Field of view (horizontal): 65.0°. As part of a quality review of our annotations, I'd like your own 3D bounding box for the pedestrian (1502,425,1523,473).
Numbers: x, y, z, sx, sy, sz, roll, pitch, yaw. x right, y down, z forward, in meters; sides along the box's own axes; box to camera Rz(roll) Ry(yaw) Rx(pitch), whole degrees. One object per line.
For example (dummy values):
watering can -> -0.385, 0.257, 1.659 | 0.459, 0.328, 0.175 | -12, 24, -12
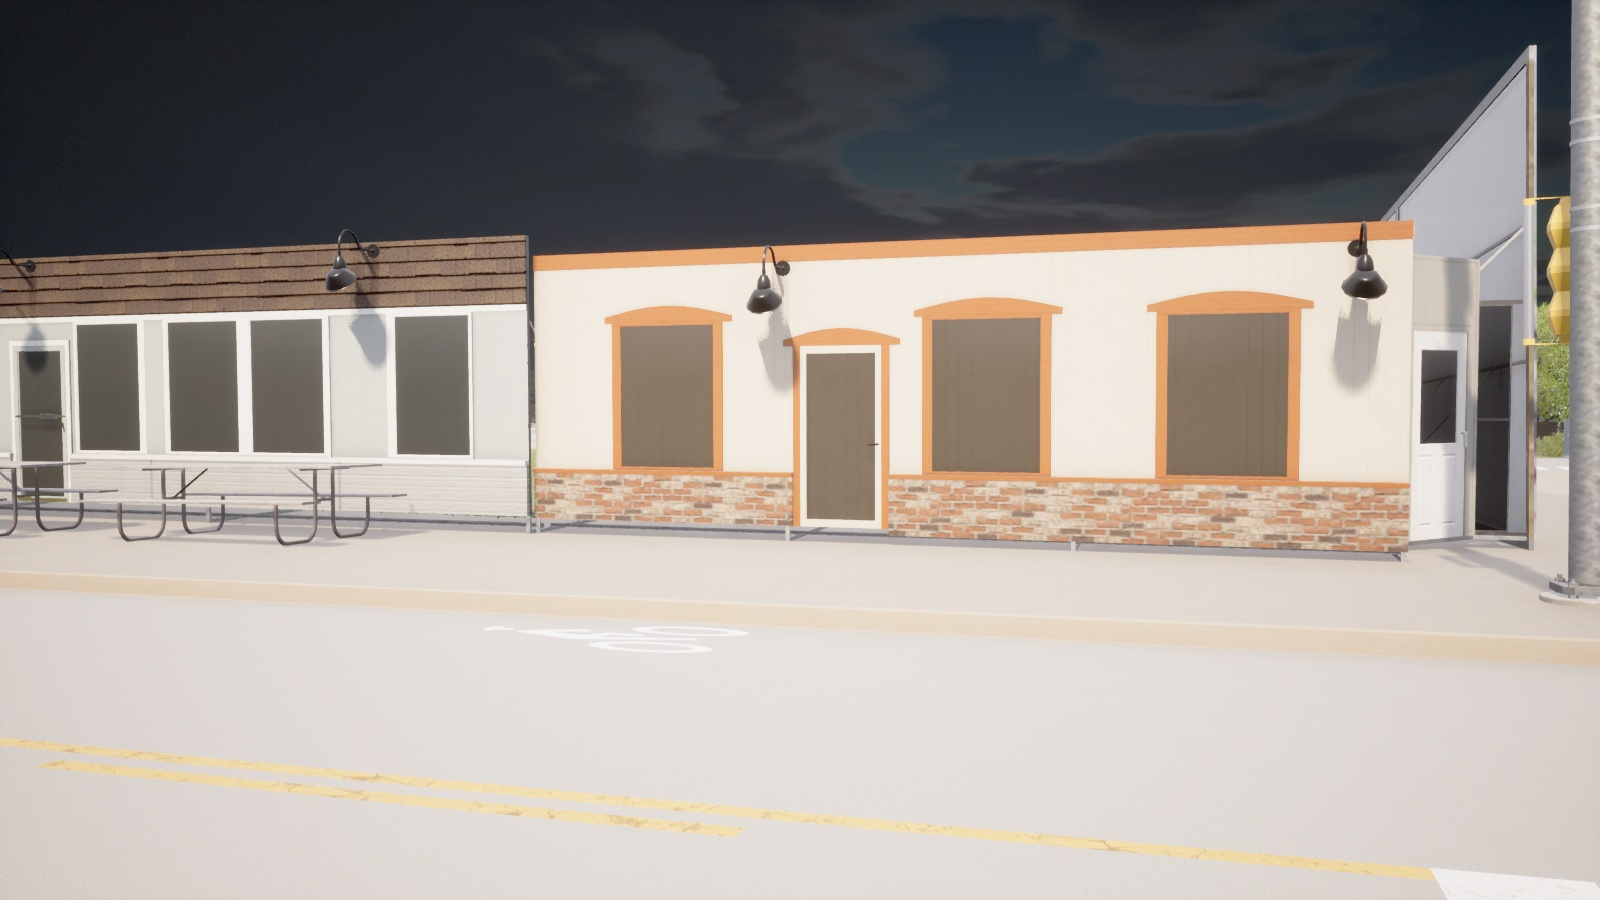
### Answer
pedestrian -> 27.305, -0.047, 48.119 | 0.614, 1.847, 0.353 | 0, 1, 2
